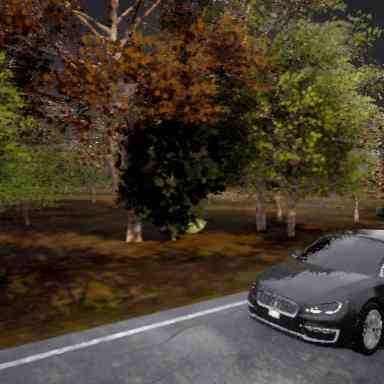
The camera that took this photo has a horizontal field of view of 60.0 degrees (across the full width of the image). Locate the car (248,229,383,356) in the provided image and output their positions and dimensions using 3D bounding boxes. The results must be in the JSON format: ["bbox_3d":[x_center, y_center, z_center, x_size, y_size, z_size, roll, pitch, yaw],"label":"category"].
[{"bbox_3d":[3.193,1.497,6.123,4.892,1.490,1.837,0,0,-34],"label":"car"}]
